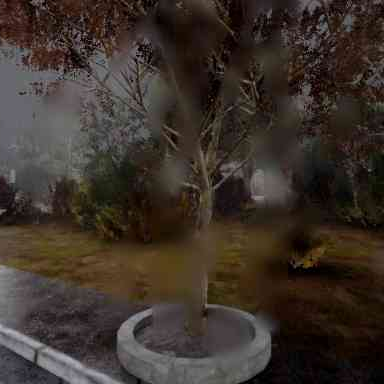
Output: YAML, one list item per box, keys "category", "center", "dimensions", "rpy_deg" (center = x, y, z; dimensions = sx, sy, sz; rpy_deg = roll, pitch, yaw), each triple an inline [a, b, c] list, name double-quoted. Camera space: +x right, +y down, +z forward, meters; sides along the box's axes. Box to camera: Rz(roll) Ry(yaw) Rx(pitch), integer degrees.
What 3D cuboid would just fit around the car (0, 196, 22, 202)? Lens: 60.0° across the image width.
- category: "car"
  center: [-23.162, 1.196, 43.022]
  dimensions: [1.812, 1.442, 4.674]
  rpy_deg: [1, 0, 32]
